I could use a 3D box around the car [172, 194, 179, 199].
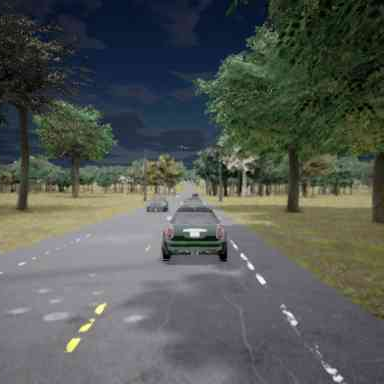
[{"bbox_3d":[-3.485,1.032,76.812,1.895,1.301,4.718,0,0,0],"label":"car"}]

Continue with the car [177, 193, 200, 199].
[{"bbox_3d":[0.097,1.253,28.404,2.097,1.767,4.553,0,0,0],"label":"car"}]

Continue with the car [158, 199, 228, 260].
[{"bbox_3d":[0.093,1.315,12.353,2.097,1.767,4.553,0,0,0],"label":"car"}]

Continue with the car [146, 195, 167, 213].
[{"bbox_3d":[-3.585,1.218,35.266,2.097,1.767,4.553,0,0,0],"label":"car"}]
